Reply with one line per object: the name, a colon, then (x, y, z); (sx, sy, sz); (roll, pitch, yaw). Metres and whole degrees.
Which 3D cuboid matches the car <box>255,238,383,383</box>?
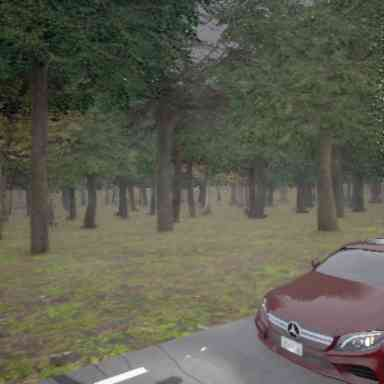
car: (3.075, 1.526, 5.251); (4.674, 1.442, 1.812); (-1, 0, -35)
